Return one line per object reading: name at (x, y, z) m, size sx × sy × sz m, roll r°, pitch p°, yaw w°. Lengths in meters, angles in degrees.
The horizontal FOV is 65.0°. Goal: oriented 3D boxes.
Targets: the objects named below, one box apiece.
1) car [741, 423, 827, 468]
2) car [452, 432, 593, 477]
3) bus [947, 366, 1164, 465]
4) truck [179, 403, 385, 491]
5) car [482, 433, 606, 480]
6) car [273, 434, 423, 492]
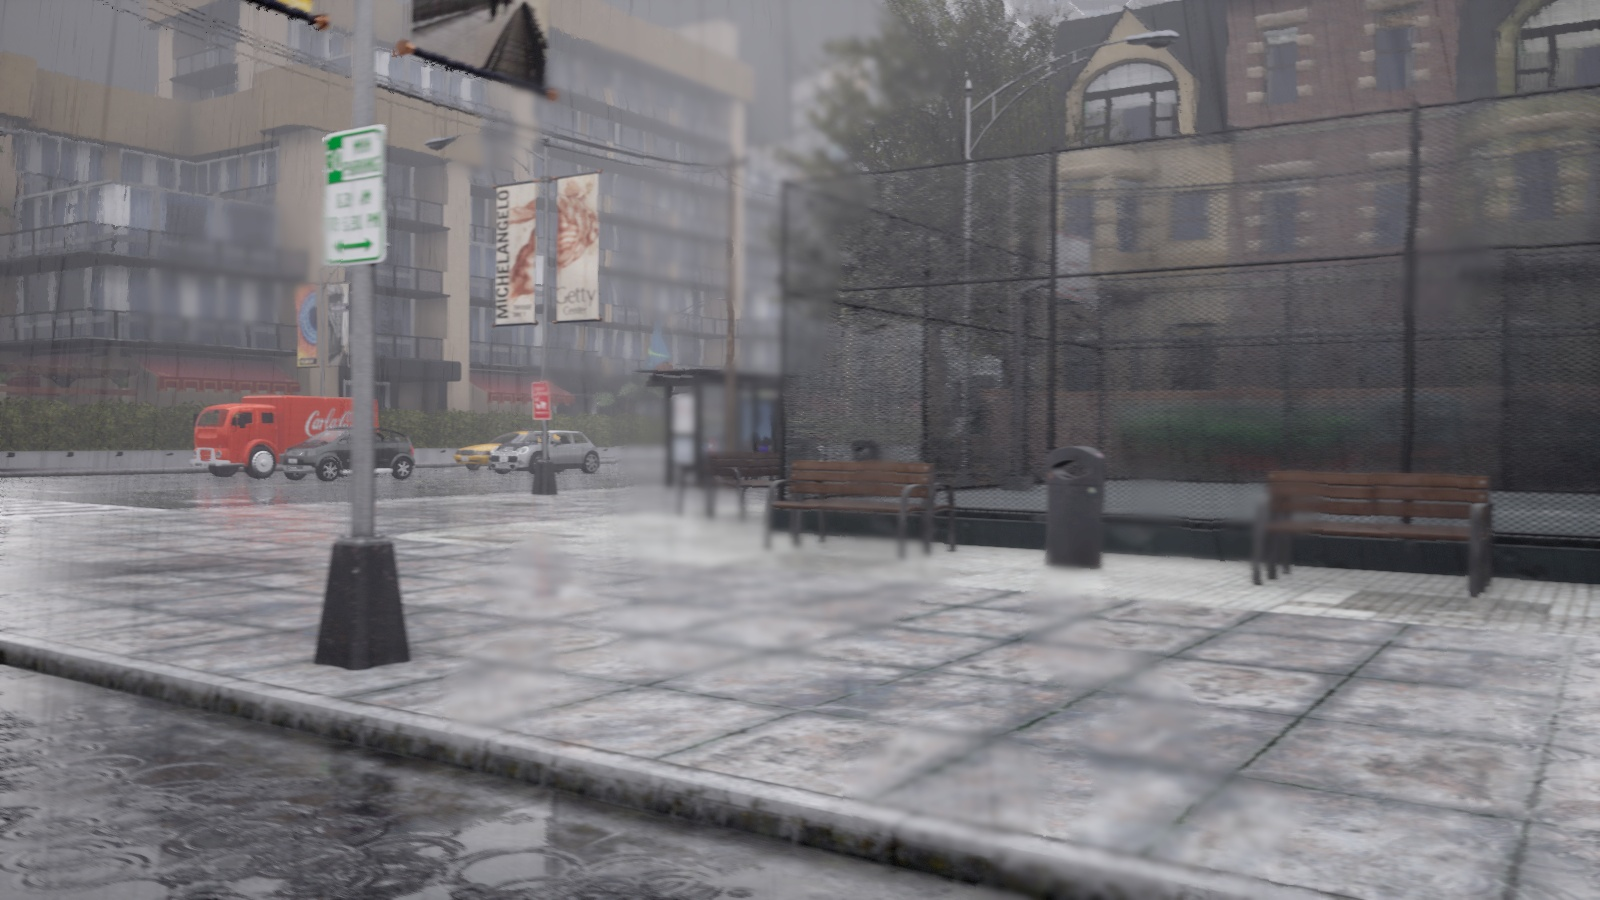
car at (-0.642, -0.215, 54.815) m, size 1.905 × 1.878 × 3.866 m, roll 0°, pitch 1°, yaw 33°
car at (-10.188, 0.127, 46.573) m, size 1.801 × 1.575 × 5.366 m, roll 0°, pitch 1°, yaw 33°
bus at (12.134, -1.561, 59.053) m, size 10.273 × 4.253 × 3.944 m, roll -1°, pitch 0°, yaw -35°
truck at (-15.643, -0.135, 38.218) m, size 2.627 × 2.467 × 5.204 m, roll 0°, pitch 1°, yaw 33°
car at (-8.630, 0.194, 42.557) m, size 1.970 × 1.475 × 3.806 m, roll 0°, pitch 1°, yaw 33°
car at (-12.904, 0.335, 36.025) m, size 1.789 × 1.549 × 3.705 m, roll 0°, pitch 1°, yaw 33°
